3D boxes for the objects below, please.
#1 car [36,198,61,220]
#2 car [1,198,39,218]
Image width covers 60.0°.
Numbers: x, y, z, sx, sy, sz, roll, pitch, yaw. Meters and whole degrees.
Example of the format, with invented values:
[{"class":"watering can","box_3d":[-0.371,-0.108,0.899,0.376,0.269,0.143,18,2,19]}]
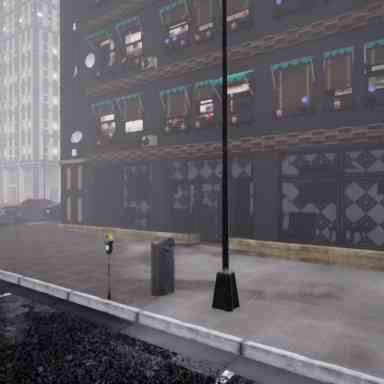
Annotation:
[{"class":"car","box_3d":[-8.261,1.279,23.555,1.947,1.339,4.313,1,1,35]},{"class":"car","box_3d":[-12.897,1.262,27.047,1.812,1.442,4.674,0,1,35]}]
